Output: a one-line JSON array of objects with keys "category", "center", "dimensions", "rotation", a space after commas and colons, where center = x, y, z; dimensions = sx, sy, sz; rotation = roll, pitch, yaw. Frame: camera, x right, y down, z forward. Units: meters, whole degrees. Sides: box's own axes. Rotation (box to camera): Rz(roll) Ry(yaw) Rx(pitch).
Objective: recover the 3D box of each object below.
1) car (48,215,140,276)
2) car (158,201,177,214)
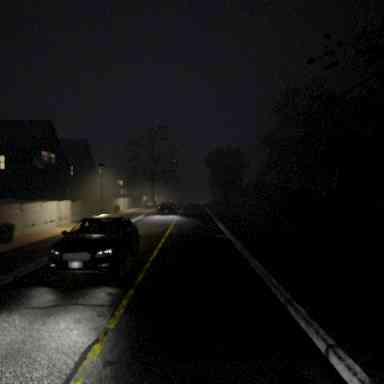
[{"category": "car", "center": [-2.840, 1.523, 10.562], "dimensions": [2.128, 1.511, 4.902], "rotation": [0, 0, 0]}, {"category": "car", "center": [-2.750, 1.734, 37.486], "dimensions": [1.895, 1.301, 4.718], "rotation": [0, 0, 0]}]
